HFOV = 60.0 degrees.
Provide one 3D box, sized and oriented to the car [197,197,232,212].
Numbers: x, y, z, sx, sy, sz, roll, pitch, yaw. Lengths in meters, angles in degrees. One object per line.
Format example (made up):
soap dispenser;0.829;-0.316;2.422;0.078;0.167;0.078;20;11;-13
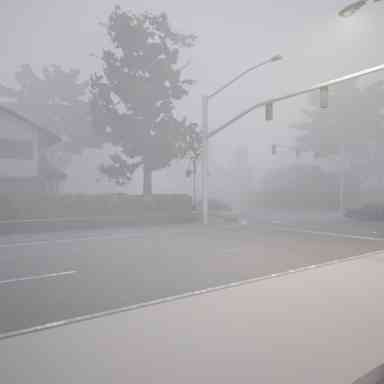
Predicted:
car;2.480;1.409;37.968;1.837;1.490;4.892;0;0;-36

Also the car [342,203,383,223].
car;13.331;1.492;23.053;2.033;1.411;5.357;0;0;-35

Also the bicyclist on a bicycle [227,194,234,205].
bicyclist on a bicycle;5.873;1.176;51.054;1.656;1.620;0.582;0;0;-36

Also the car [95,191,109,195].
car;-20.439;0.855;75.225;2.150;2.045;5.566;0;0;-36
